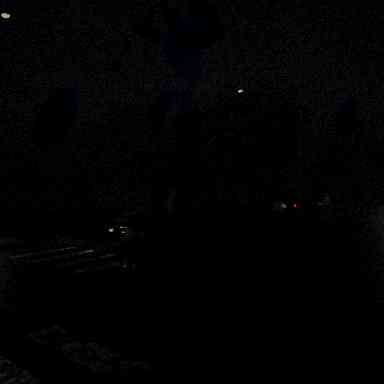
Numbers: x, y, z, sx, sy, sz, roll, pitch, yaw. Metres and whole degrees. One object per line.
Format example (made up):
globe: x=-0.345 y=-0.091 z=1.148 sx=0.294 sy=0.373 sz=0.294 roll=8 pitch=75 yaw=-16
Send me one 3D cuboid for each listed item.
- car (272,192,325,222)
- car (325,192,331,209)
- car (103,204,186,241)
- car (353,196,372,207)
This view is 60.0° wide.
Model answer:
car: x=7.832 y=1.050 z=24.701 sx=2.150 sy=2.045 sz=5.566 roll=0 pitch=0 yaw=36
car: x=14.549 y=1.023 z=38.856 sx=2.150 sy=2.045 sz=5.566 roll=0 pitch=0 yaw=36
car: x=-2.036 y=1.375 z=16.185 sx=1.837 sy=1.490 sz=4.892 roll=0 pitch=0 yaw=36
car: x=24.228 y=1.348 z=47.160 sx=1.837 sy=1.490 sz=4.892 roll=0 pitch=0 yaw=36
